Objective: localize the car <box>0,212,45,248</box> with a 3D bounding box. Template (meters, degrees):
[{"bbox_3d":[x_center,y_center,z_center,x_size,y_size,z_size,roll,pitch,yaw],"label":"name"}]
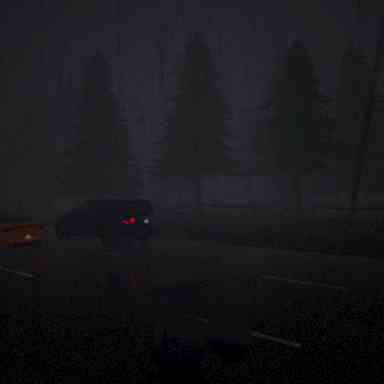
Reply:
[{"bbox_3d":[-8.307,1.596,14.220,5.008,1.535,1.882,-1,0,36],"label":"car"}]

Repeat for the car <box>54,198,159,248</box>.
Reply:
[{"bbox_3d":[-4.077,1.320,15.497,5.566,2.045,2.150,0,0,36],"label":"car"}]
